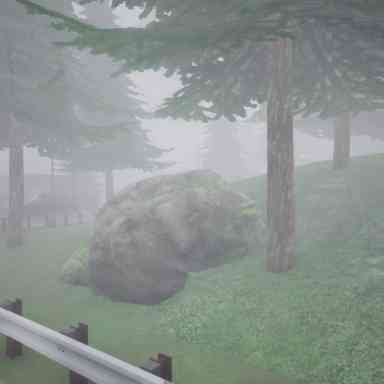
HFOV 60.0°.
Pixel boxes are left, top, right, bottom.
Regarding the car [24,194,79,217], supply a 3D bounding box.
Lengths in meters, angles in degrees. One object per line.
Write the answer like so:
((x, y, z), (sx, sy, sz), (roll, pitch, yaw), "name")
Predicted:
((-12.271, 1.206, 28.083), (2.150, 2.045, 5.566), (0, 0, 36), "car")
